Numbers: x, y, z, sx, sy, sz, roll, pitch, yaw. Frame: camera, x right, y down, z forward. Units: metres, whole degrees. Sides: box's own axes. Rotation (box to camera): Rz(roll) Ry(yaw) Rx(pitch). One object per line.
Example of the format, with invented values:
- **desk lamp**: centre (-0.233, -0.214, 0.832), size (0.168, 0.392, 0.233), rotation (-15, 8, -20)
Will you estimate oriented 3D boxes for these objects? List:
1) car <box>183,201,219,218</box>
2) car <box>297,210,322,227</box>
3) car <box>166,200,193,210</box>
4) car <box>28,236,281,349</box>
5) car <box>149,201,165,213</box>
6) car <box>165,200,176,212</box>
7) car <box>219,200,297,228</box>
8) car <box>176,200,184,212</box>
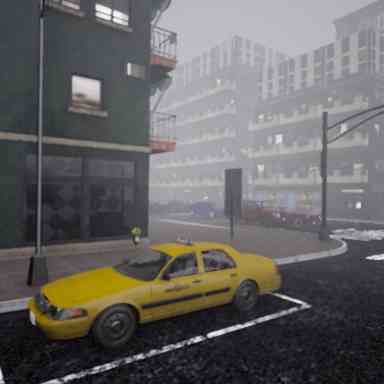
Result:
- **car**: centre (1.624, 1.663, 32.641), size (1.882, 1.535, 5.008), rotation (1, 0, -36)
- **car**: centre (7.218, 1.816, 24.938), size (1.895, 1.301, 4.718), rotation (1, 0, -37)
- **car**: centre (-1.881, 1.804, 47.355), size (1.802, 1.307, 4.206), rotation (1, 0, -36)
- **car**: centre (-0.374, 1.568, 6.294), size (4.829, 1.417, 1.752), rotation (1, -1, -35)
- **car**: centre (-5.344, 1.674, 37.850), size (1.887, 1.381, 4.507), rotation (1, 0, -36)
- **car**: centre (-4.305, 1.759, 40.839), size (1.895, 1.301, 4.718), rotation (1, 0, -36)
- **car**: centre (4.626, 1.494, 24.088), size (2.192, 1.841, 5.009), rotation (1, 0, -36)
- **car**: centre (-2.009, 1.745, 43.113), size (2.033, 1.411, 5.357), rotation (1, 0, -36)
